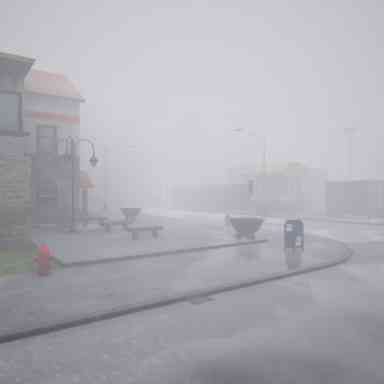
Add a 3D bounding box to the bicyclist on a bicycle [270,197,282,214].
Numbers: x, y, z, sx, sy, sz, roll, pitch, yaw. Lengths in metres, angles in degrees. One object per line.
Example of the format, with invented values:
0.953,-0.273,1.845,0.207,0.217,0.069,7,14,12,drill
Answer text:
8.116,1.349,32.064,1.656,1.620,0.582,0,0,-35,bicyclist on a bicycle
